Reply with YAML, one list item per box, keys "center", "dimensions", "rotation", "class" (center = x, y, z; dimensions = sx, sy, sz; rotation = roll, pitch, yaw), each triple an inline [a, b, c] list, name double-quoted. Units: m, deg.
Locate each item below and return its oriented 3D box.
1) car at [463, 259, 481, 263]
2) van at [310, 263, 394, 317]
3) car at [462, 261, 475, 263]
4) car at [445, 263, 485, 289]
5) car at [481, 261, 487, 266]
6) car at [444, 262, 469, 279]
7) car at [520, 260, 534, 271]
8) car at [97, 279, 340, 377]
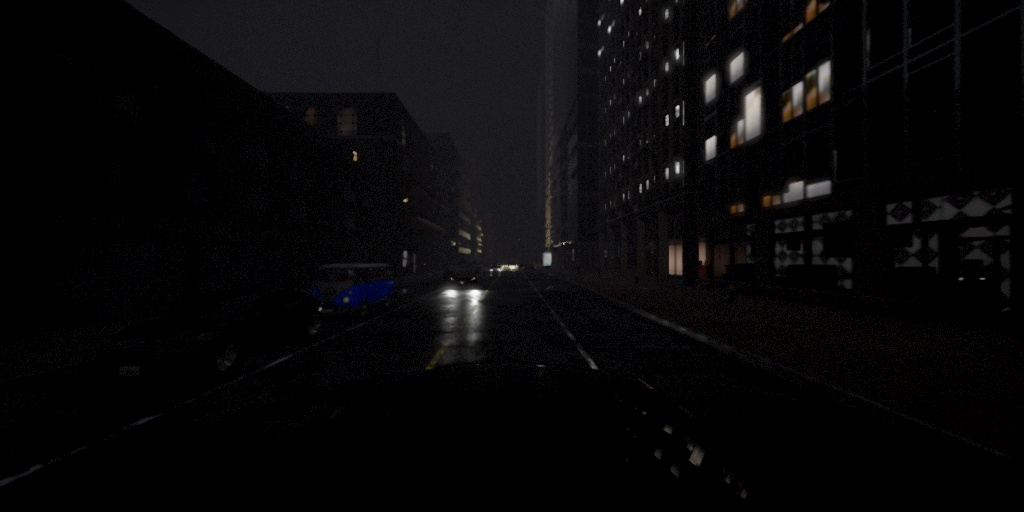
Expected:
- center: [-5.691, 1.334, 47.049]
  dimensions: [2.192, 1.841, 5.009]
  rotation: [0, 0, 0]
  class: "car"
- center: [-5.690, 1.156, 13.159]
  dimensions: [1.690, 1.789, 3.998]
  rotation: [0, 0, 0]
  class: "van"
- center: [-5.691, 1.565, 41.401]
  dimensions: [1.802, 1.307, 4.207]
  rotation: [0, 0, 0]
  class: "car"
- center: [-3.100, 1.406, 24.601]
  dimensions: [1.812, 1.442, 4.674]
  rotation: [0, 0, 0]
  class: "car"
- center: [-5.691, 1.530, 58.347]
  dimensions: [1.967, 1.591, 4.097]
  rotation: [0, 0, 0]
  class: "car"
- center: [-5.691, 1.529, 35.752]
  dimensions: [1.802, 1.307, 4.207]
  rotation: [0, 0, 0]
  class: "car"
- center: [2.689, 1.617, 58.517]
  dimensions: [1.751, 1.417, 4.829]
  rotation: [0, 0, 0]
  class: "car"
- center: [-5.691, 1.348, 7.510]
  dimensions: [1.948, 1.339, 4.313]
  rotation: [0, 0, 0]
  class: "car"
